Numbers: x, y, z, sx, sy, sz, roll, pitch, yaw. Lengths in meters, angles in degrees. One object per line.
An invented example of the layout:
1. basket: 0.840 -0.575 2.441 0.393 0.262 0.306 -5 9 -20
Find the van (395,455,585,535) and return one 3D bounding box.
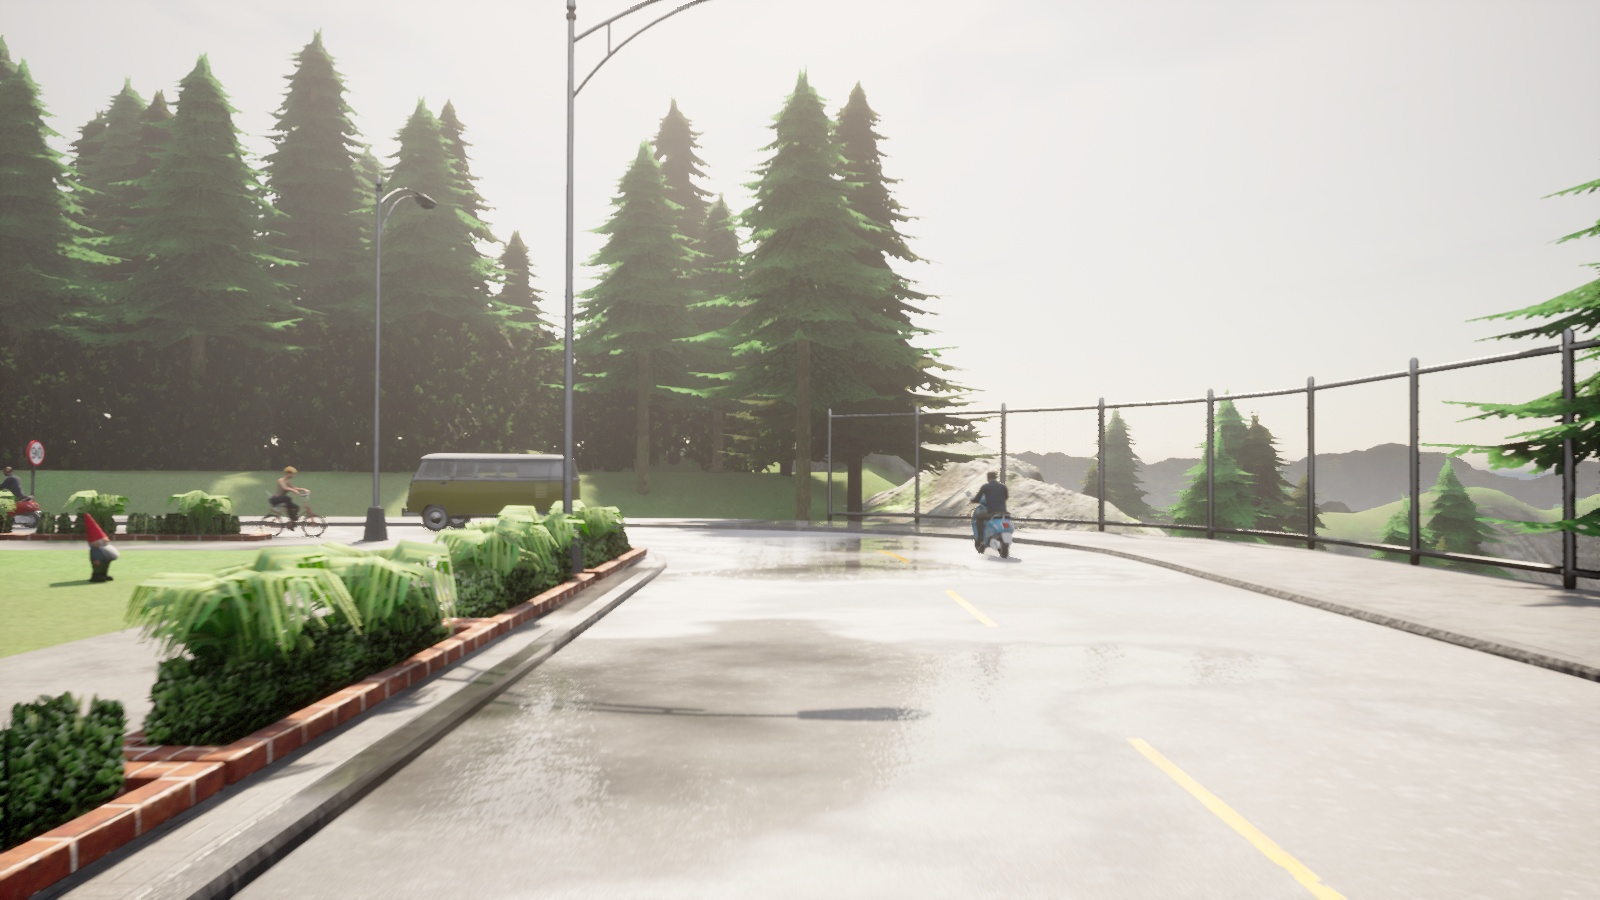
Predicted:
1. van: -7.954 1.143 32.446 4.442 1.987 1.775 0 -1 6

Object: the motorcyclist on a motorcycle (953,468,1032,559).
1. motorcyclist on a motorcycle: 3.550 1.147 23.369 0.866 1.590 1.817 -1 -1 -10

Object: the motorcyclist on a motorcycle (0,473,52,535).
1. motorcyclist on a motorcycle: -20.537 1.394 32.495 1.817 1.590 0.866 0 -1 0

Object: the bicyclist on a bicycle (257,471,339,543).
1. bicyclist on a bicycle: -11.390 1.274 28.513 1.509 1.612 0.866 0 -1 0
